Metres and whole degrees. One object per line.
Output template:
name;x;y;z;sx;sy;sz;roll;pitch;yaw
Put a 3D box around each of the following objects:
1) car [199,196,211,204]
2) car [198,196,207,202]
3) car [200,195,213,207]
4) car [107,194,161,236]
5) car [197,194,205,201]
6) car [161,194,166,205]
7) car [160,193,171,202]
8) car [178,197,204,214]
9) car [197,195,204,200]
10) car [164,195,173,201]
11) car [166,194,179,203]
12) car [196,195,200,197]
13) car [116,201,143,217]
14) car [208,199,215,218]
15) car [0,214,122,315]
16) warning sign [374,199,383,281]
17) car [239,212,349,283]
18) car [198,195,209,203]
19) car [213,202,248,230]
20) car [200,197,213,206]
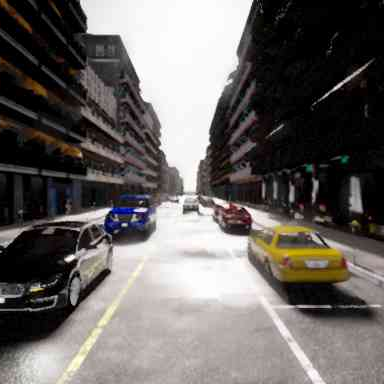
car;2.323;1.479;60.187;1.887;1.381;4.507;0;0;0
car;2.252;1.514;71.511;1.802;1.307;4.206;0;0;0
car;2.395;1.493;48.862;2.008;1.369;4.403;0;0;0
car;-3.196;1.198;18.490;2.150;2.045;5.566;0;0;0
car;2.180;1.384;82.830;1.967;1.590;4.097;0;0;0
car;-6.022;1.273;54.493;2.192;1.841;5.009;0;0;0
car;-6.166;1.272;77.139;2.192;1.841;5.009;0;0;0
car;-0.118;1.505;34.871;2.033;1.411;5.357;0;0;0
car;2.143;1.478;88.662;1.752;1.417;4.829;0;0;0
car;-6.236;1.517;88.462;1.887;1.381;4.507;0;0;0
car;-3.409;1.493;65.720;2.033;1.411;5.357;0;0;0
car;-0.184;1.427;46.920;1.882;1.535;5.008;0;0;0
car;-5.879;1.554;31.843;1.802;1.307;4.206;0;0;0
car;2.537;1.502;26.213;1.887;1.381;4.507;0;0;0
car;-3.140;1.496;7.807;1.837;1.490;4.892;0;0;-1
warning sign;5.029;1.088;7.471;1.300;1.860;1.060;0;0;0
car;2.643;1.500;9.399;1.752;1.417;4.829;0;0;0
car;2.287;1.373;65.847;1.967;1.590;4.097;0;0;0
car;2.572;1.506;20.552;1.887;1.381;4.507;0;0;0
car;2.359;1.489;54.525;2.008;1.369;4.403;0;0;0
